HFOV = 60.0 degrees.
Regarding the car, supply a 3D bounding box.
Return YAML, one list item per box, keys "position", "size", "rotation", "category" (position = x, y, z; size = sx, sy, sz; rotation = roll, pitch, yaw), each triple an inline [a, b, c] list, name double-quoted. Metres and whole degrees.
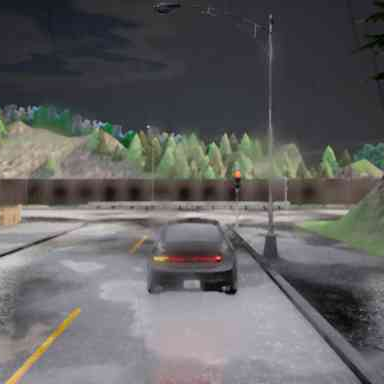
- position: [0.025, 1.389, 8.423]
  size: [1.837, 1.490, 4.892]
  rotation: [0, 1, 1]
  category: "car"
